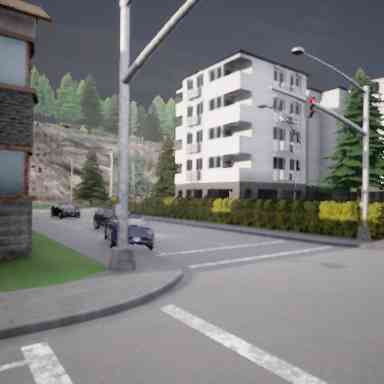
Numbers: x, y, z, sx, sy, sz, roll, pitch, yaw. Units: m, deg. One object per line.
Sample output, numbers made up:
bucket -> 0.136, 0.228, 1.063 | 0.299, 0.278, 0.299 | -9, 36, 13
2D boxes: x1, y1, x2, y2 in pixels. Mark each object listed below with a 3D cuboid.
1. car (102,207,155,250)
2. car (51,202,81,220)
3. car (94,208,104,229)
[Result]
car -> -2.944, 1.736, 15.541 | 1.812, 1.442, 4.674 | 6, -2, -19
car -> -12.385, 1.815, 32.585 | 1.882, 1.535, 5.008 | 1, 0, -35
car -> -5.047, 1.824, 22.181 | 1.837, 1.490, 4.892 | 1, -1, -35
